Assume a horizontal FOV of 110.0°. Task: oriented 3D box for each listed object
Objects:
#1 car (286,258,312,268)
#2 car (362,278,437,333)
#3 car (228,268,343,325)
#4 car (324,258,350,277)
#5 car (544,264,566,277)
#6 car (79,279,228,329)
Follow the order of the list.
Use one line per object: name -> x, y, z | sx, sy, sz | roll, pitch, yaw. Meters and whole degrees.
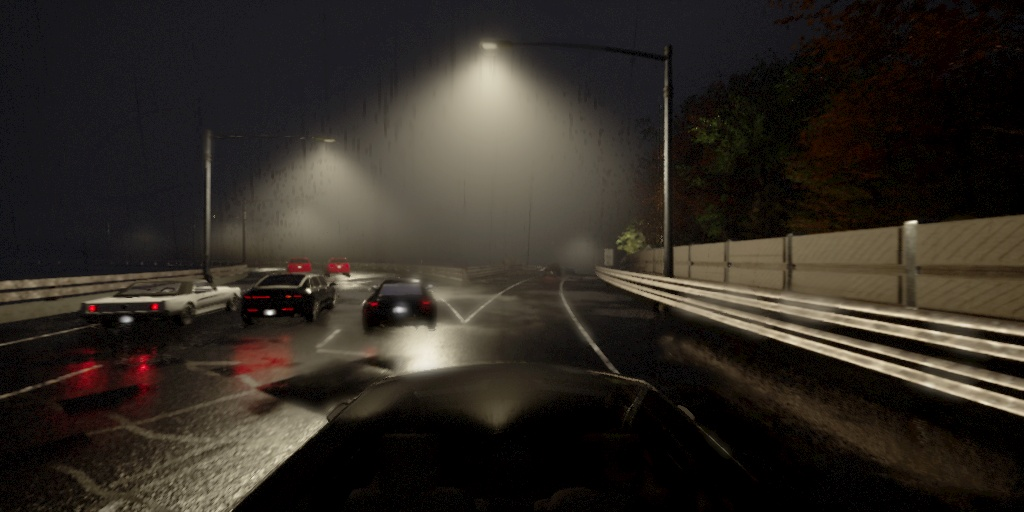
car -> -22.605, 1.201, 38.096 | 2.150, 2.045, 5.566 | 1, -1, -31
car -> -3.400, 1.382, 11.184 | 1.994, 1.385, 4.181 | 0, -1, -15
car -> -7.298, 1.318, 12.184 | 1.837, 1.490, 4.892 | 1, -1, -16
car -> -19.054, 1.221, 39.024 | 2.150, 2.045, 5.566 | 1, -1, -31
car -> 4.880, 1.615, 41.580 | 1.837, 1.490, 4.892 | 0, -1, 12
car -> -10.711, 1.396, 11.533 | 1.895, 1.301, 4.718 | 0, -1, -16
